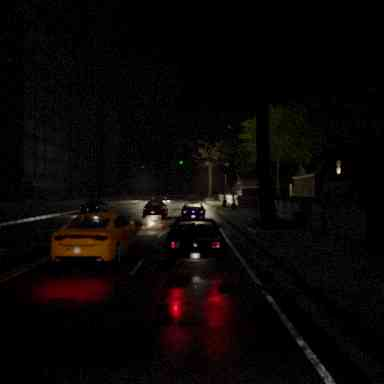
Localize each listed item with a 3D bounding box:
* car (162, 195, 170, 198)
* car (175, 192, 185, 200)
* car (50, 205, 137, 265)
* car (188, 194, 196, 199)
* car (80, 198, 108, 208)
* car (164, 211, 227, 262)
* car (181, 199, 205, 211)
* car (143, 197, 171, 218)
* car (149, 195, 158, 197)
[{"bbox_3d":[-6.488,1.411,84.468,2.128,1.511,4.902,0,0,0],"label":"car"},{"bbox_3d":[-3.238,1.366,85.074,1.812,1.442,4.674,0,0,0],"label":"car"},{"bbox_3d":[-3.149,1.448,11.607,1.882,1.535,5.008,0,0,0],"label":"car"},{"bbox_3d":[0.012,1.382,85.074,2.033,1.411,5.357,0,0,0],"label":"car"},{"bbox_3d":[-9.751,1.436,33.481,1.837,1.490,4.892,0,0,0],"label":"car"},{"bbox_3d":[0.101,1.571,11.957,1.895,1.301,4.718,0,0,0],"label":"car"},{"bbox_3d":[0.104,1.536,27.317,1.895,1.301,4.718,0,0,0],"label":"car"},{"bbox_3d":[-3.146,1.459,28.898,1.812,1.442,4.674,0,0,0],"label":"car"},{"bbox_3d":[-9.738,1.411,84.470,2.128,1.511,4.902,0,0,0],"label":"car"}]
